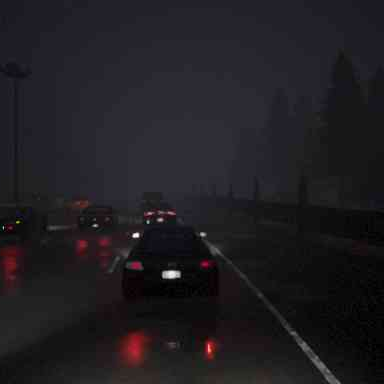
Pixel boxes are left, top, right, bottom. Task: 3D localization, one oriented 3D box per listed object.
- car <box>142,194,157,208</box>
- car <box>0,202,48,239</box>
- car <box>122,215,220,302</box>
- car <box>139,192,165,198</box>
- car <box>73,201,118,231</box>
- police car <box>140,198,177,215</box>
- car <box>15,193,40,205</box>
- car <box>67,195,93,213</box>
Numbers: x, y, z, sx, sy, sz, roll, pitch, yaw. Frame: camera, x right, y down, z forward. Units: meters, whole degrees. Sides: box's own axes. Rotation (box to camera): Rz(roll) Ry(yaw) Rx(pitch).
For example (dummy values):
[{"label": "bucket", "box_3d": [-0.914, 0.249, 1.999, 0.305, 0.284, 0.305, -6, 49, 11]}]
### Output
[{"label": "car", "box_3d": [-5.594, 1.146, 43.057, 1.801, 1.575, 5.366, 0, 0, -9]}, {"label": "car", "box_3d": [-8.474, 1.408, 16.165, 1.812, 1.442, 4.674, 0, 0, -8]}, {"label": "car", "box_3d": [-0.541, 1.504, 8.236, 1.994, 1.385, 4.181, 0, 0, -4]}, {"label": "car", "box_3d": [-3.733, 0.996, 31.330, 2.150, 2.045, 5.566, 0, 1, -9]}, {"label": "car", "box_3d": [-5.457, 1.458, 19.726, 1.895, 1.301, 4.718, 0, 0, -9]}, {"label": "police car", "box_3d": [-2.064, 1.354, 20.466, 2.038, 1.542, 4.974, 0, 0, -8]}, {"label": "car", "box_3d": [-24.583, 0.991, 49.831, 2.097, 1.767, 4.553, 0, 0, -9]}, {"label": "car", "box_3d": [-11.205, 1.108, 33.777, 2.097, 1.767, 4.553, 0, 0, -9]}]
